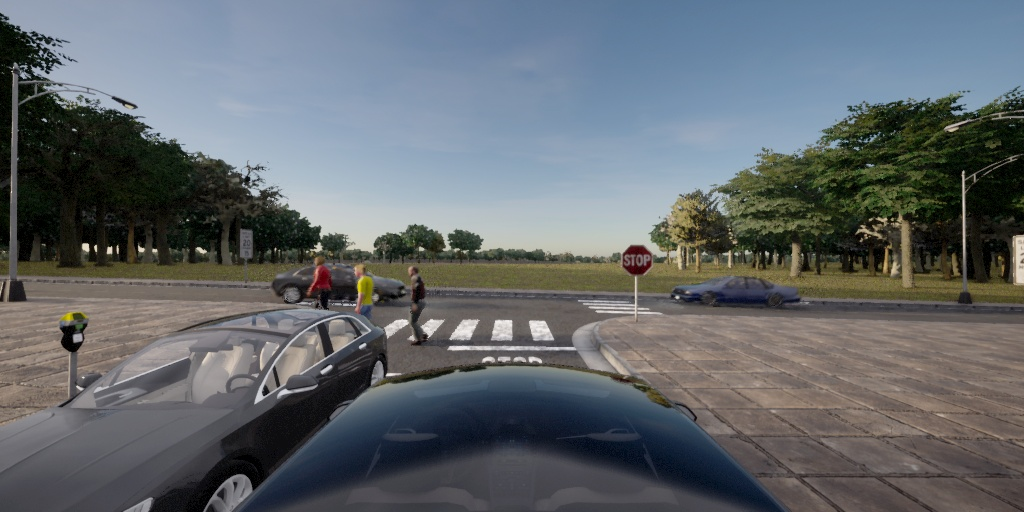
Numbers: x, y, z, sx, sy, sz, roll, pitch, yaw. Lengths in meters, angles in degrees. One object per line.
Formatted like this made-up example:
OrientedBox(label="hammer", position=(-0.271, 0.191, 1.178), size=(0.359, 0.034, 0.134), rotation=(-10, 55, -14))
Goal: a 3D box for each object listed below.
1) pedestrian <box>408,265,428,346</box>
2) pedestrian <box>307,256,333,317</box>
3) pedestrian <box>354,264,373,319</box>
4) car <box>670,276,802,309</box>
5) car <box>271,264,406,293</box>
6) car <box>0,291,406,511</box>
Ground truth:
OrientedBox(label="pedestrian", position=(-2.117, 1.045, 7.955), size=(0.375, 1.860, 0.375), rotation=(1, -1, 0))
OrientedBox(label="pedestrian", position=(-4.519, 0.889, 8.560), size=(0.375, 1.860, 0.375), rotation=(1, -1, 0))
OrientedBox(label="pedestrian", position=(-3.086, 1.045, 7.355), size=(0.375, 1.860, 0.375), rotation=(1, -1, 0))
OrientedBox(label="car", position=(10.527, 1.647, 17.021), size=(5.357, 1.411, 2.033), rotation=(2, -1, 0))
OrientedBox(label="car", position=(-6.684, 1.094, 14.076), size=(4.892, 1.490, 1.837), rotation=(2, 0, 0))
OrientedBox(label="car", position=(-2.638, 1.301, 3.614), size=(2.007, 1.370, 4.403), rotation=(0, 0, 0))
